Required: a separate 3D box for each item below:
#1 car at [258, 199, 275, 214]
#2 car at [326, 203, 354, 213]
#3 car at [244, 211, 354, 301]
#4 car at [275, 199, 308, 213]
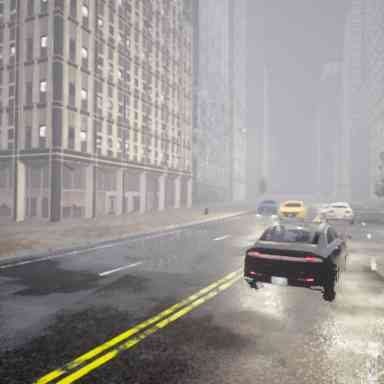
[{"bbox_3d":[8.243,1.482,35.212,1.882,1.535,5.008,0,0,22],"label":"car"},{"bbox_3d":[11.127,1.538,25.027,1.812,1.442,4.674,0,0,25],"label":"car"},{"bbox_3d":[2.857,1.493,8.522,2.128,1.511,4.902,0,0,29],"label":"car"},{"bbox_3d":[8.436,1.485,27.448,1.882,1.535,5.008,0,0,24],"label":"car"}]
